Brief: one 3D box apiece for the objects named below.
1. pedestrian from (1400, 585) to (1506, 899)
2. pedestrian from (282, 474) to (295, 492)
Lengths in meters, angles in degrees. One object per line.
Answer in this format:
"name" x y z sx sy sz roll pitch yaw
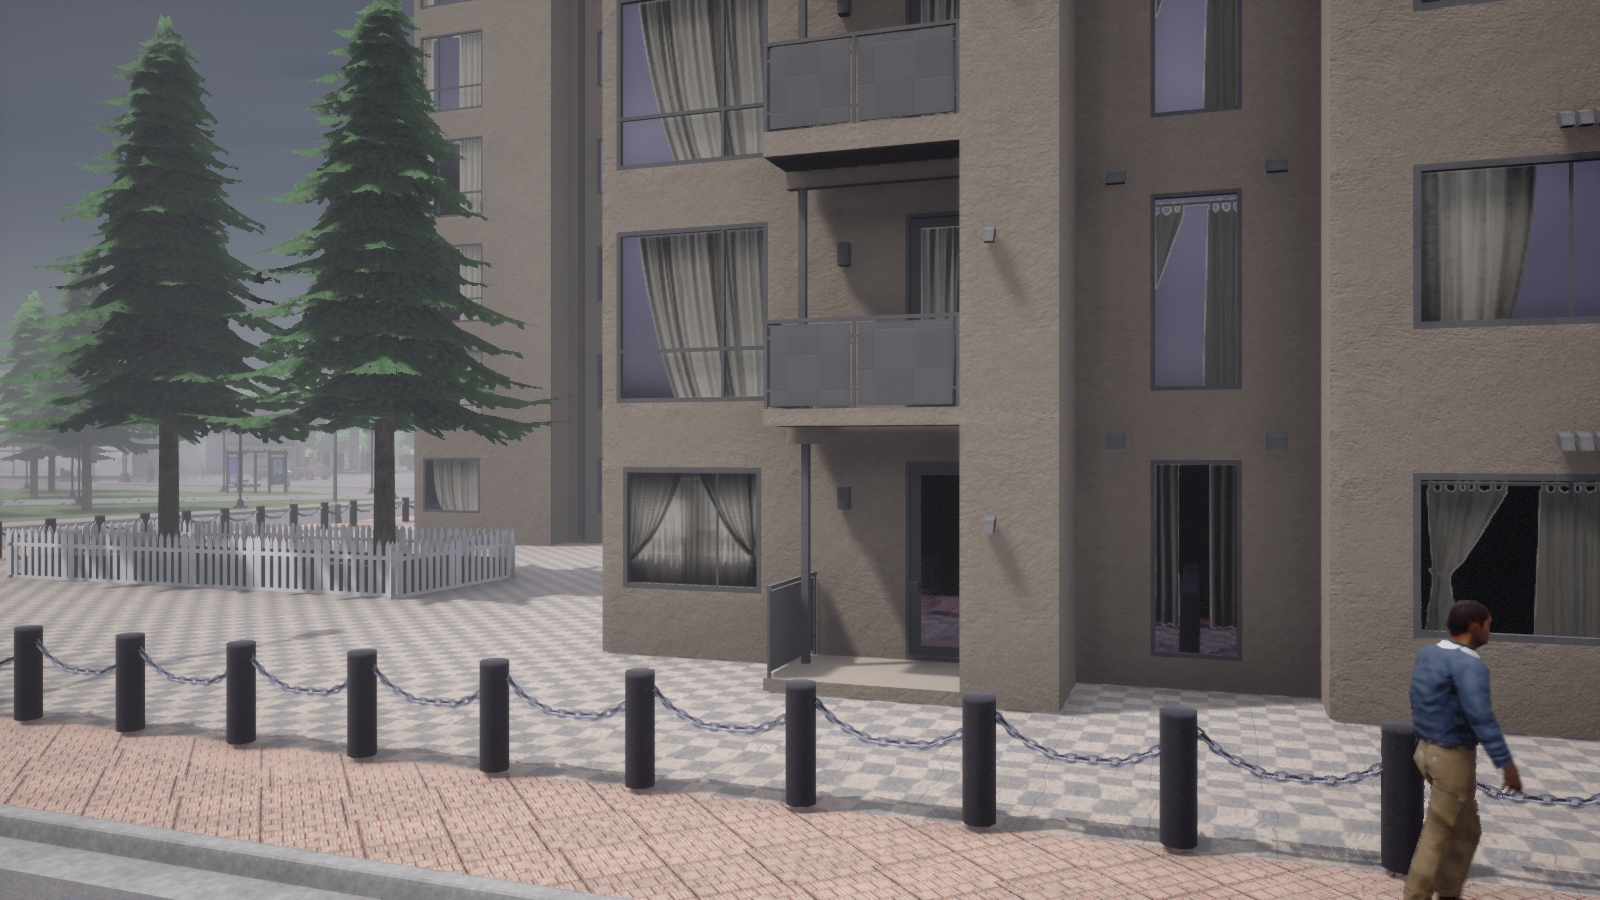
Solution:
"pedestrian" 3.580 1.694 6.280 0.375 1.860 0.375 0 0 2
"pedestrian" -32.120 2.072 71.741 0.500 1.100 0.500 0 0 22
